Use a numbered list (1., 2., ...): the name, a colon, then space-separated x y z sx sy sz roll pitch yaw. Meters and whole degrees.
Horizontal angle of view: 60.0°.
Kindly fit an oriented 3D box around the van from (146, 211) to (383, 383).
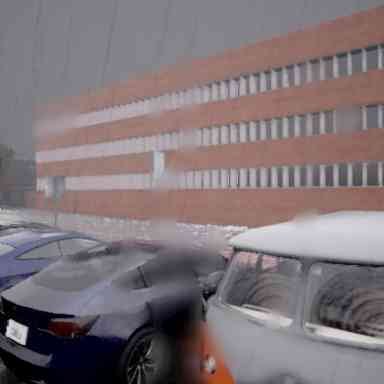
1. van: 1.752 1.253 3.601 1.878 1.987 4.442 0 0 36

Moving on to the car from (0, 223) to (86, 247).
1. car: -2.778 1.508 6.983 2.002 1.452 4.674 0 0 36

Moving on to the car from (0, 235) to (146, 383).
1. car: -0.462 1.503 5.365 2.163 1.488 4.792 0 0 36

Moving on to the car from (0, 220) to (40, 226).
1. car: -5.073 1.503 8.632 2.002 1.452 4.674 0 0 36
